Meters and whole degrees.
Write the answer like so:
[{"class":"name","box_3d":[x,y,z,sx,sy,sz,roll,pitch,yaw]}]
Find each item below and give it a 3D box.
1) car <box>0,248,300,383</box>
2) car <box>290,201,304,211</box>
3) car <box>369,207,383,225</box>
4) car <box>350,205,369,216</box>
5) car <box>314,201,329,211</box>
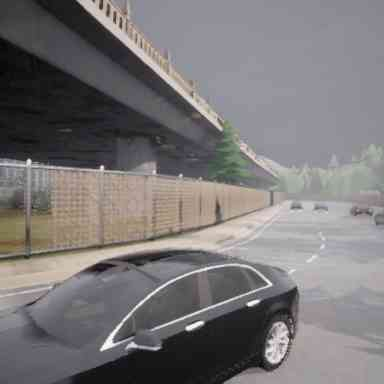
[{"class":"car","box_3d":[-0.524,1.541,4.008,4.892,1.490,1.837,1,0,-43]},{"class":"car","box_3d":[16.535,2.166,52.450,2.033,1.411,5.357,0,-1,19]},{"class":"car","box_3d":[14.802,1.881,24.362,2.033,1.411,5.357,0,-1,19]},{"class":"car","box_3d":[19.394,2.100,38.246,1.895,1.301,4.718,0,-1,18]},{"class":"car","box_3d":[19.523,2.143,50.352,1.812,1.442,4.674,0,-1,19]}]
